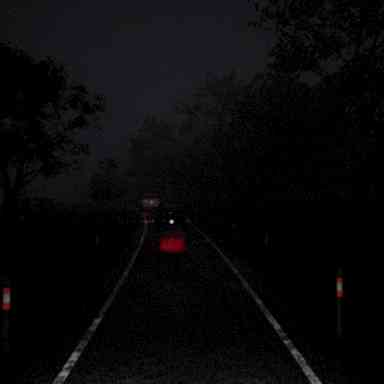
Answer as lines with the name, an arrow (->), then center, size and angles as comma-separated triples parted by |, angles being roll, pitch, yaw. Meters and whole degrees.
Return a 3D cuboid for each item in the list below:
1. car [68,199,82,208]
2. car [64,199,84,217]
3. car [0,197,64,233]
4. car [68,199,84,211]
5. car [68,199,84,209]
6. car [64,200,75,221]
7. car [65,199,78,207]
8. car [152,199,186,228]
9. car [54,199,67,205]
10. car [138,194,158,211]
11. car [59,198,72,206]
car -> -20.754, 2.019, 58.671 | 2.097, 1.535, 5.008 | 0, -1, -22
car -> -12.189, 1.719, 31.965 | 2.231, 1.521, 4.892 | 2, -1, -11
car -> -10.175, 1.375, 20.934 | 2.435, 2.045, 5.566 | 2, -1, -8
car -> -16.505, 1.865, 47.413 | 2.097, 1.535, 5.008 | -1, -1, -18
car -> -18.612, 1.938, 53.379 | 2.231, 1.521, 4.892 | -1, -1, -20
car -> -11.092, 1.672, 26.483 | 2.231, 1.521, 4.892 | 2, -1, -11
car -> -23.277, 2.127, 64.371 | 2.002, 1.452, 4.674 | 0, 0, -24
car -> -1.456, 1.425, 21.326 | 1.837, 1.490, 4.892 | 0, 0, -7
car -> -31.211, 2.322, 79.025 | 2.002, 1.452, 4.674 | 1, -1, -32
car -> -5.389, 1.215, 40.985 | 2.150, 2.045, 5.566 | -1, 0, -15
car -> -28.013, 2.187, 73.781 | 2.097, 1.535, 5.008 | -2, 0, -27
